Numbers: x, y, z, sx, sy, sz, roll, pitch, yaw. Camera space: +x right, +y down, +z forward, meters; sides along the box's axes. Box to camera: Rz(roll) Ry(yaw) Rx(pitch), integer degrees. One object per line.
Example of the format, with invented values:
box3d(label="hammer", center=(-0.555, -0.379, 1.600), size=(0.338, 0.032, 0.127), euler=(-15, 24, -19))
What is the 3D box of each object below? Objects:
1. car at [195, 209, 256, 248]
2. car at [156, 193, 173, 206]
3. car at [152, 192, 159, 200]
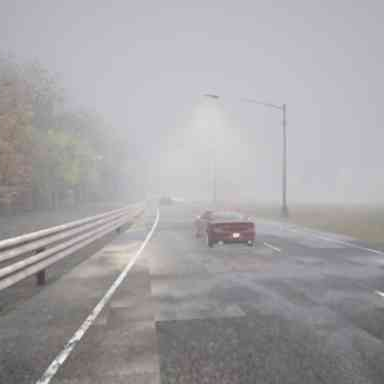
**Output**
box3d(label="car", center=(1.336, 1.495, 15.079), size=(1.882, 1.535, 5.008), euler=(0, 0, -8))
box3d(label="car", center=(-4.420, 1.343, 56.027), size=(2.097, 1.767, 4.553), euler=(0, 0, -8))
box3d(label="car", center=(-9.298, 1.471, 90.681), size=(2.128, 1.511, 4.902), euler=(0, 0, -8))
